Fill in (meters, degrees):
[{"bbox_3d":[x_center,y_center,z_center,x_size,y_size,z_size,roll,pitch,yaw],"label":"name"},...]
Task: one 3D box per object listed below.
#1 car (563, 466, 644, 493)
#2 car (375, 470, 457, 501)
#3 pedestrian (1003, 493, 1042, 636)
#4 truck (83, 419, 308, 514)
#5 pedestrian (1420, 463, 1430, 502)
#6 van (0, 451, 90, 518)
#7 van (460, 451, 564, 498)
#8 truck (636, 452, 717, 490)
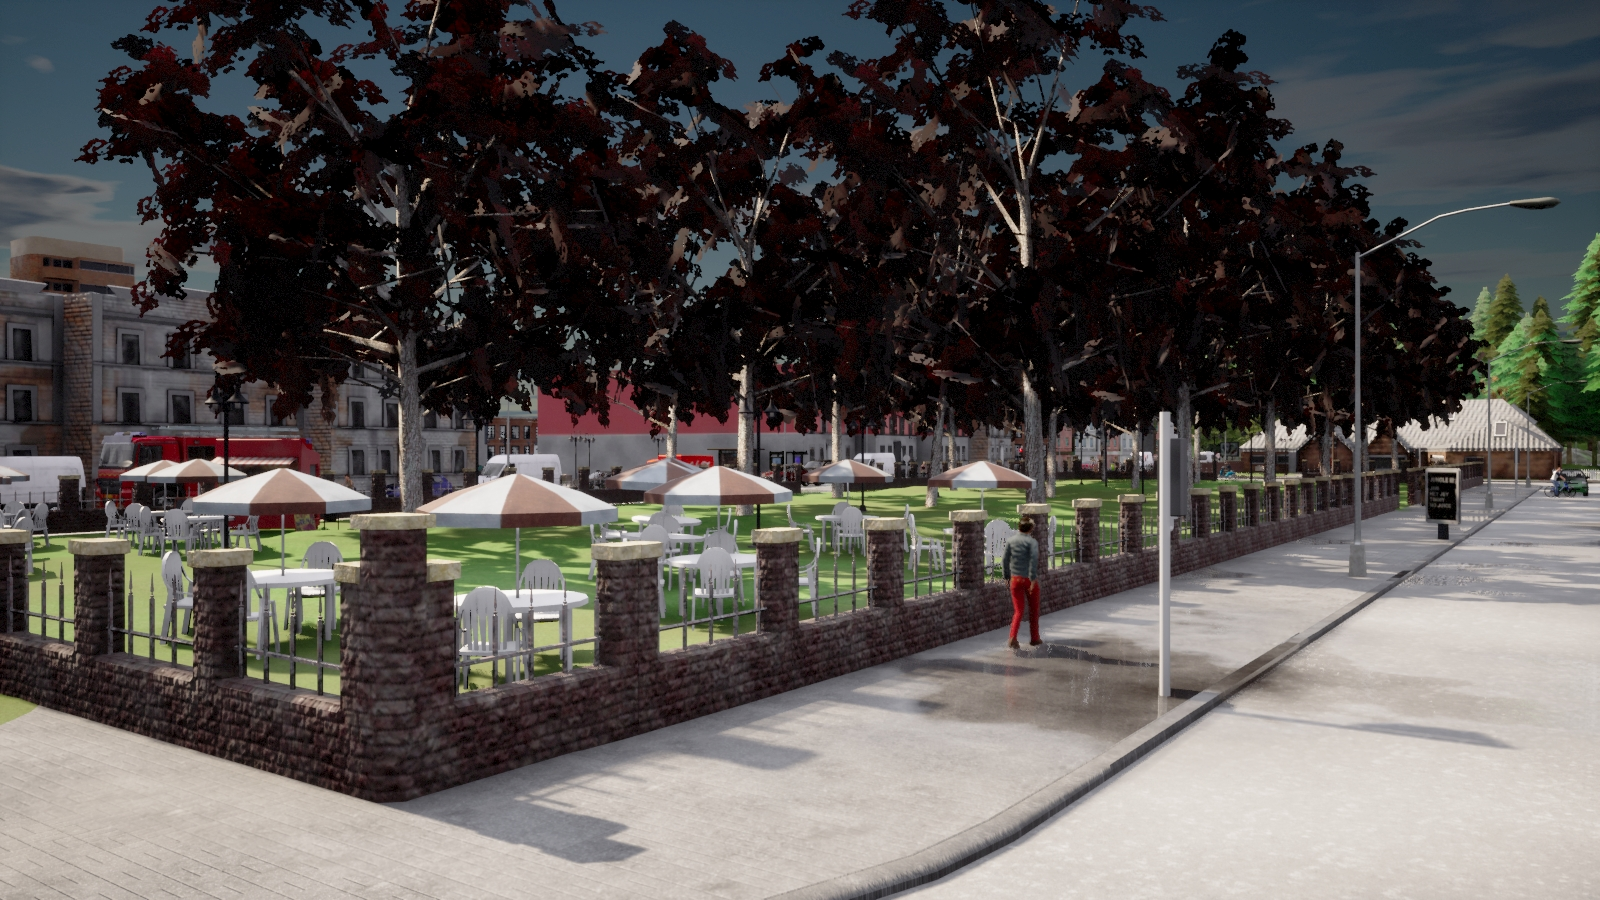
[{"bbox_3d":[-12.166,1.814,71.050,2.097,1.535,5.006,0,0,35],"label":"car"},{"bbox_3d":[-20.045,1.818,59.739,1.845,1.501,3.633,0,0,35],"label":"car"},{"bbox_3d":[2.976,1.517,15.274,0.375,1.860,0.375,0,0,37],"label":"pedestrian"},{"bbox_3d":[-26.598,0.670,50.778,2.891,3.827,8.468,0,0,35],"label":"truck"},{"bbox_3d":[29.533,1.525,54.021,0.375,1.860,0.375,0,0,35],"label":"pedestrian"},{"bbox_3d":[-31.021,1.314,44.007,1.988,2.561,5.915,0,0,35],"label":"van"},{"bbox_3d":[-16.329,1.314,65.083,1.988,2.561,5.915,0,0,35],"label":"van"},{"bbox_3d":[-8.233,1.348,76.671,2.627,2.467,5.204,0,0,35],"label":"truck"}]
